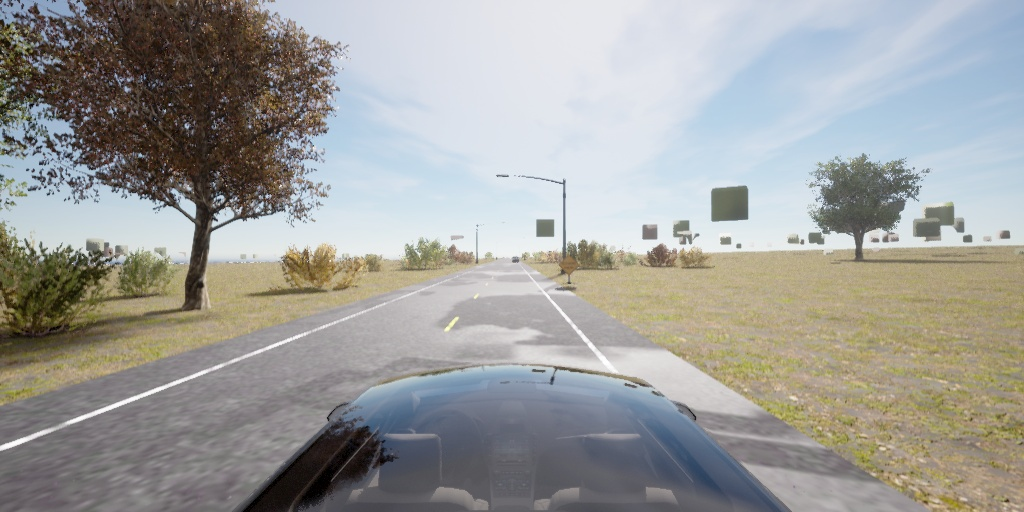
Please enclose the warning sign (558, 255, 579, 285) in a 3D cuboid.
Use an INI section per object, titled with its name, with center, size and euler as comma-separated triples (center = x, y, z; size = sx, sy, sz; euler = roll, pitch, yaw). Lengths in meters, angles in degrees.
[warning sign]
center = 3.551, 0.851, 22.226
size = 1.300, 1.860, 1.060
euler = 0, 0, 0
